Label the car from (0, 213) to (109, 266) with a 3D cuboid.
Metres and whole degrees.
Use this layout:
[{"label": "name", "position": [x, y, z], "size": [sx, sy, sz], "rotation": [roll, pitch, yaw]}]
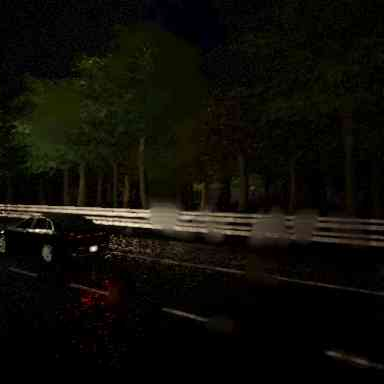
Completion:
[{"label": "car", "position": [-5.034, 1.524, 11.765], "size": [4.892, 1.490, 1.837], "rotation": [0, 0, 36]}]
